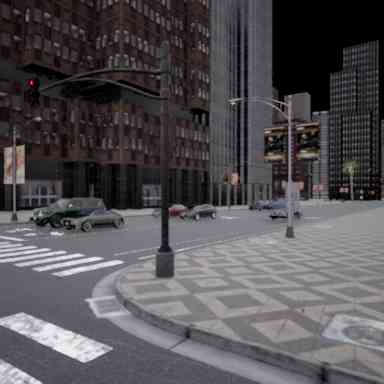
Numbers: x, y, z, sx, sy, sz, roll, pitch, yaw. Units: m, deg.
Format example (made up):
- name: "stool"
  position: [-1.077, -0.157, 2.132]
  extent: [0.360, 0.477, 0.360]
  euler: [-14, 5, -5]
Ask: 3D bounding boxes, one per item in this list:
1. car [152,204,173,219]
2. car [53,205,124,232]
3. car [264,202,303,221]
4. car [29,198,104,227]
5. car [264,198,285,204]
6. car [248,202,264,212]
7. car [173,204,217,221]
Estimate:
- name: "car"
  position: [-2.068, 1.917, 33.821]
  extent: [1.812, 1.442, 4.674]
  euler: [0, 0, 36]
- name: "car"
  position: [-6.475, 1.783, 21.921]
  extent: [1.994, 1.385, 4.181]
  euler: [0, -1, 35]
- name: "car"
  position: [9.333, 2.039, 32.700]
  extent: [2.033, 1.411, 5.357]
  euler: [0, -1, 35]
- name: "car"
  position: [-8.799, 1.443, 24.268]
  extent: [2.150, 2.045, 5.566]
  euler: [0, -1, 35]
- name: "car"
  position: [13.258, 1.940, 49.713]
  extent: [2.150, 2.045, 5.566]
  euler: [0, -1, 35]
- name: "car"
  position: [10.685, 2.260, 51.705]
  extent: [2.033, 1.411, 5.357]
  euler: [0, -1, 35]
- name: "car"
  position: [0.640, 1.899, 32.000]
  extent: [1.837, 1.490, 4.892]
  euler: [0, 0, 35]
